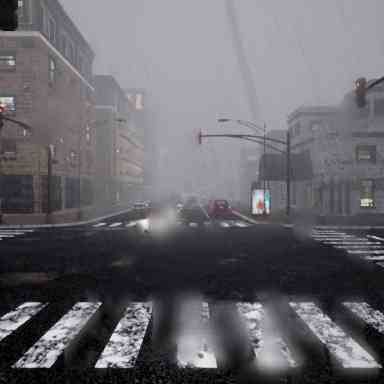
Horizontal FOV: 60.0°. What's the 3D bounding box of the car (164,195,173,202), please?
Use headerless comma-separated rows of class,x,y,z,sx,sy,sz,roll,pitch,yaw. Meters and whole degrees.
car,-5.773,1.592,82.836,1.752,1.417,4.829,-1,0,0

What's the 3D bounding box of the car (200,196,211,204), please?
car,2.624,1.591,65.937,2.008,1.369,4.403,-1,0,0

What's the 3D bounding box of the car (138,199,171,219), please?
car,-3.121,1.568,28.607,1.994,1.385,4.181,0,0,0

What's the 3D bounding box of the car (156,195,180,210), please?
car,-3.136,1.508,43.645,2.128,1.511,4.902,0,0,0

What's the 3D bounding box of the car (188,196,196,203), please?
car,0.015,1.572,70.718,1.812,1.442,4.674,0,0,0

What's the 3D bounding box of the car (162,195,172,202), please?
car,-5.769,1.497,77.309,1.967,1.590,4.097,0,0,0

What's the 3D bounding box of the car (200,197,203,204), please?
car,2.640,1.571,48.847,2.008,1.369,4.403,0,0,0

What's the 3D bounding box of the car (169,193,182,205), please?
car,-3.085,1.259,62.152,2.150,2.045,5.566,0,0,0

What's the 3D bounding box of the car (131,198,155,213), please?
car,-5.730,1.561,37.433,2.008,1.369,4.403,0,0,0

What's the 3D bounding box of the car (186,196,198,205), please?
car,0.046,1.538,60.300,1.837,1.490,4.892,0,0,0

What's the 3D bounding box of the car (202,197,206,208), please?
car,2.645,1.597,43.150,1.802,1.307,4.206,0,0,0

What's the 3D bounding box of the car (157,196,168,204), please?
car,-5.757,1.565,65.746,1.752,1.417,4.829,0,0,0

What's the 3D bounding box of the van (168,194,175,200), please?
van,-5.786,1.430,94.399,1.690,1.788,3.998,-1,0,0

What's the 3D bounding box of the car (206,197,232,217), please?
car,2.655,1.446,31.756,1.967,1.590,4.097,0,0,0
